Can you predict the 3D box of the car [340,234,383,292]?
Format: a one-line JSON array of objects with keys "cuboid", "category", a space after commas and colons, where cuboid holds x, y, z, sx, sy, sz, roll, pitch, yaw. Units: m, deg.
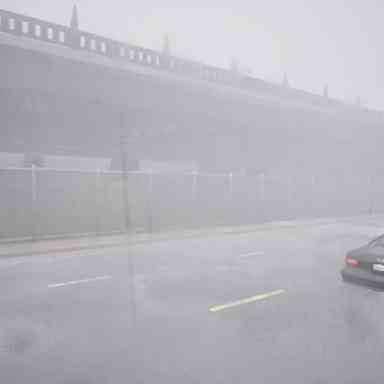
[{"cuboid": [5.726, 1.511, 7.902, 5.357, 1.411, 2.033, 0, 0, -35], "category": "car"}]
